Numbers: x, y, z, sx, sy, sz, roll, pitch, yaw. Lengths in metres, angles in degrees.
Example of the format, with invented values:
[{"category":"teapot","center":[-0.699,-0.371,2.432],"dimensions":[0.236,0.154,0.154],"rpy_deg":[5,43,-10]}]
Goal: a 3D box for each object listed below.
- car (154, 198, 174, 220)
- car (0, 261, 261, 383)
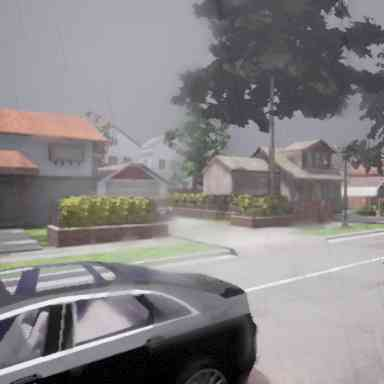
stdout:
[{"category":"car","center":[-2.855,1.119,22.521],"dimensions":[1.970,1.475,3.806],"rpy_deg":[0,0,-34]},{"category":"car","center":[-1.556,1.485,2.894],"dimensions":[4.902,1.511,2.128],"rpy_deg":[0,0,-35]}]
